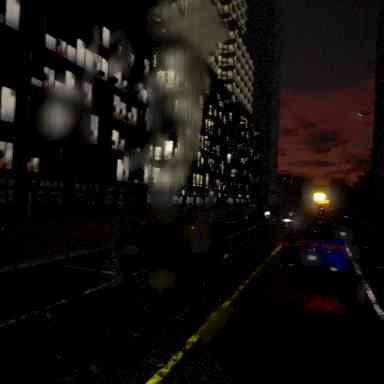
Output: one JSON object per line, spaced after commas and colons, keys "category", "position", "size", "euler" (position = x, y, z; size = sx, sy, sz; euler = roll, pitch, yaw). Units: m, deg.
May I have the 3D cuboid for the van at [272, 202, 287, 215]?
{"category": "van", "position": [13.267, 2.440, 50.517], "size": [1.690, 1.788, 3.998], "euler": [2, -1, 21]}

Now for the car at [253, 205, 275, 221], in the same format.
{"category": "car", "position": [7.043, 2.222, 34.615], "size": [2.008, 1.369, 4.403], "euler": [2, -1, 21]}

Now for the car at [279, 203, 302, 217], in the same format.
{"category": "car", "position": [12.680, 2.475, 41.710], "size": [2.128, 1.511, 4.902], "euler": [2, -1, 22]}

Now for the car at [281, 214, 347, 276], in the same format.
{"category": "car", "position": [4.353, 1.792, 11.836], "size": [1.882, 1.535, 5.008], "euler": [2, -1, 21]}

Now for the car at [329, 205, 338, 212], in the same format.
{"category": "car", "position": [31.471, 3.626, 74.104], "size": [1.752, 1.417, 4.829], "euler": [2, -1, 21]}

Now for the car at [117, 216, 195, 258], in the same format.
{"category": "car", "position": [-1.243, 1.663, 13.415], "size": [1.947, 1.339, 4.313], "euler": [2, -1, 21]}

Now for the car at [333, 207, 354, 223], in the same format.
{"category": "car", "position": [16.907, 2.674, 36.848], "size": [1.947, 1.339, 4.313], "euler": [2, -1, 21]}

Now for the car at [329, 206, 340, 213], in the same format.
{"category": "car", "position": [29.335, 3.538, 68.646], "size": [1.802, 1.307, 4.206], "euler": [2, -1, 21]}

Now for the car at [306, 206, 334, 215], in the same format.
{"category": "car", "position": [10.907, 2.247, 28.608], "size": [1.882, 1.535, 5.008], "euler": [2, -1, 21]}

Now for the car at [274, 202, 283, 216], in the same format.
{"category": "car", "position": [11.186, 2.502, 45.215], "size": [1.887, 1.381, 4.507], "euler": [2, -1, 21]}

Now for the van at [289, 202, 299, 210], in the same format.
{"category": "van", "position": [23.625, 3.144, 77.017], "size": [1.690, 1.788, 3.998], "euler": [2, -1, 21]}

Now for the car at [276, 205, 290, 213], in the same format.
{"category": "car", "position": [15.328, 2.823, 55.815], "size": [1.802, 1.307, 4.206], "euler": [2, -1, 21]}

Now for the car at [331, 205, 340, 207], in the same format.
{"category": "car", "position": [25.199, 3.115, 58.047], "size": [1.967, 1.590, 4.097], "euler": [2, -1, 21]}

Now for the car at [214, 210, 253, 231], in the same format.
{"category": "car", "position": [2.899, 1.967, 24.013], "size": [1.802, 1.307, 4.206], "euler": [2, -1, 21]}

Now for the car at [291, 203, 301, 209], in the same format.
{"category": "car", "position": [25.686, 3.509, 82.316], "size": [1.947, 1.339, 4.313], "euler": [2, -1, 21]}
